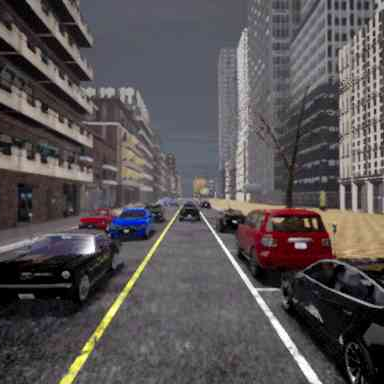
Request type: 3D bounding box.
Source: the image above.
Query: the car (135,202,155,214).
[{"bbox_3d":[-6.080,2.042,43.503,1.947,1.339,4.313,0,-1,-1],"label":"car"}]

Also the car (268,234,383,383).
[{"bbox_3d":[2.664,1.607,4.926,1.947,1.339,4.313,0,-1,-1],"label":"car"}]

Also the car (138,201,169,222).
[{"bbox_3d":[-3.310,1.820,29.339,1.837,1.490,4.892,0,-1,0],"label":"car"}]

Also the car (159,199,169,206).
[{"bbox_3d":[-6.392,2.395,76.638,1.887,1.381,4.507,0,-1,-1],"label":"car"}]

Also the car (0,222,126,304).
[{"bbox_3d":[-3.165,1.700,8.522,1.895,1.301,4.718,0,-1,-1],"label":"car"}]

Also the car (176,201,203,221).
[{"bbox_3d":[-0.215,1.819,30.534,1.837,1.490,4.892,0,-1,0],"label":"car"}]

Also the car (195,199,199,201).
[{"bbox_3d":[-0.353,2.002,45.584,1.812,1.442,4.674,0,0,0],"label":"car"}]

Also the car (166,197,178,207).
[{"bbox_3d":[-3.630,2.276,68.718,2.033,1.411,5.357,0,-1,-1],"label":"car"}]

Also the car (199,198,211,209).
[{"bbox_3d":[2.196,2.133,54.627,1.947,1.339,4.313,0,-1,-1],"label":"car"}]

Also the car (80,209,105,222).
[{"bbox_3d":[-5.872,1.787,21.414,1.887,1.381,4.507,0,-1,-1],"label":"car"}]

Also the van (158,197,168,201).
[{"bbox_3d":[-6.340,2.128,71.118,1.690,1.788,3.998,0,-1,-1],"label":"van"}]

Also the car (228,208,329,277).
[{"bbox_3d":[2.613,1.412,10.451,2.192,1.841,5.009,0,-1,-1],"label":"car"}]

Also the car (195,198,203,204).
[{"bbox_3d":[1.885,2.388,87.761,1.967,1.590,4.097,0,-1,-1],"label":"car"}]

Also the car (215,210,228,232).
[{"bbox_3d":[2.508,1.777,21.492,1.947,1.339,4.313,0,-1,-1],"label":"car"}]

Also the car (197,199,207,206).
[{"bbox_3d":[2.041,2.307,71.194,2.008,1.369,4.403,0,-1,-1],"label":"car"}]

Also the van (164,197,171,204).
[{"bbox_3d":[-6.496,2.320,87.684,1.690,1.788,3.998,0,-1,-1],"label":"van"}]

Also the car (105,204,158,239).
[{"bbox_3d":[-3.253,1.684,18.926,1.882,1.535,5.008,0,-1,0],"label":"car"}]

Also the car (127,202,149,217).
[{"bbox_3d":[-6.027,1.940,37.812,1.752,1.417,4.829,0,-1,-1],"label":"car"}]

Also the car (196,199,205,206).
[{"bbox_3d":[1.989,2.370,76.717,2.008,1.369,4.403,0,-1,-1],"label":"car"}]
